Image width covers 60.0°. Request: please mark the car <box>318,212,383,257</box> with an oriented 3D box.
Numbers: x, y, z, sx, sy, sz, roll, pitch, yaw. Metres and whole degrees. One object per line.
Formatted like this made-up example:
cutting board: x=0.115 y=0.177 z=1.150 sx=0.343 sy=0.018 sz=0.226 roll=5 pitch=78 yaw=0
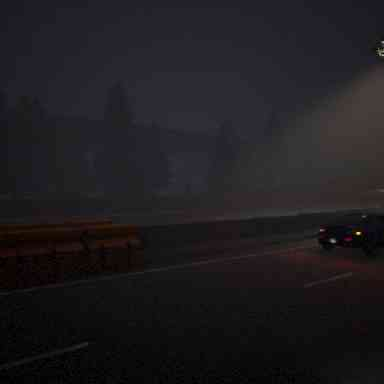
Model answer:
car: x=6.824 y=1.515 z=12.999 sx=4.674 sy=1.442 sz=1.812 roll=0 pitch=0 yaw=-35
